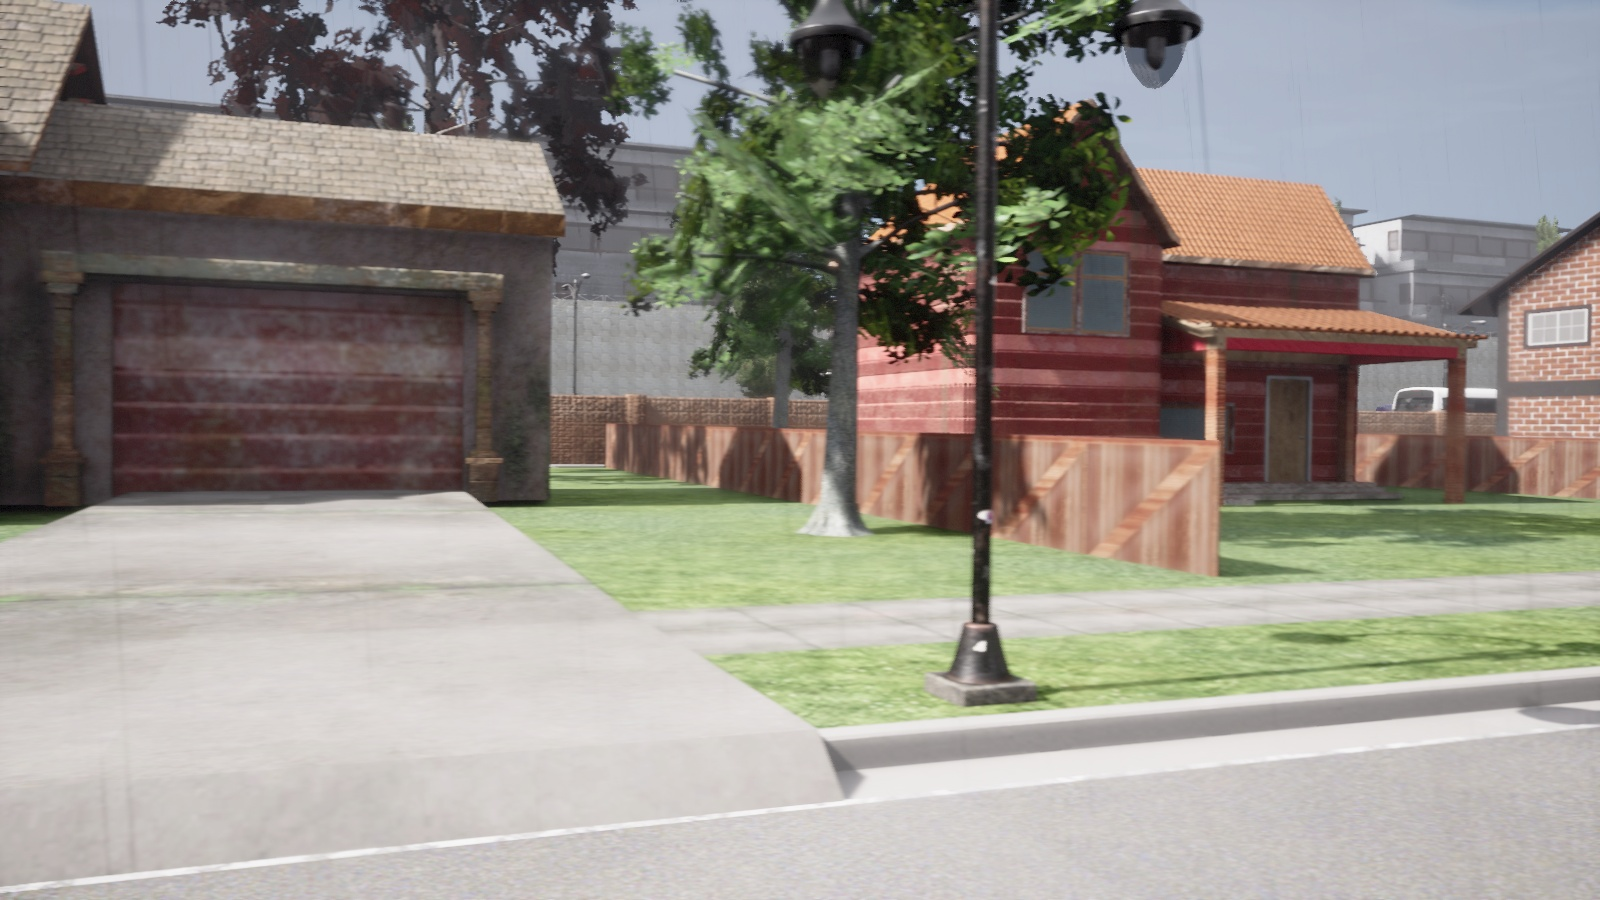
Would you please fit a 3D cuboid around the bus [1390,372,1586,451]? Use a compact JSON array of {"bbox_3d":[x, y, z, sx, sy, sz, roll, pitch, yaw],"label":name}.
[{"bbox_3d":[39.057,-2.161,71.303,10.273,4.253,3.944,-1,1,-20],"label":"bus"}]
